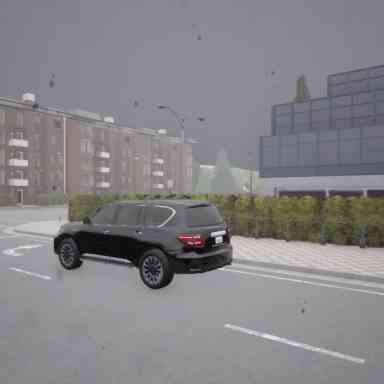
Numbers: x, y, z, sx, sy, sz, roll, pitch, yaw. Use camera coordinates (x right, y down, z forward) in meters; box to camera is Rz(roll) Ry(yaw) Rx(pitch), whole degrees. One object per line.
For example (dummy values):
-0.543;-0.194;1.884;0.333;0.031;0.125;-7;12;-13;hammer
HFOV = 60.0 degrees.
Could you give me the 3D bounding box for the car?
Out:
-1.552;1.221;9.387;5.566;2.045;2.150;0;0;35;car
